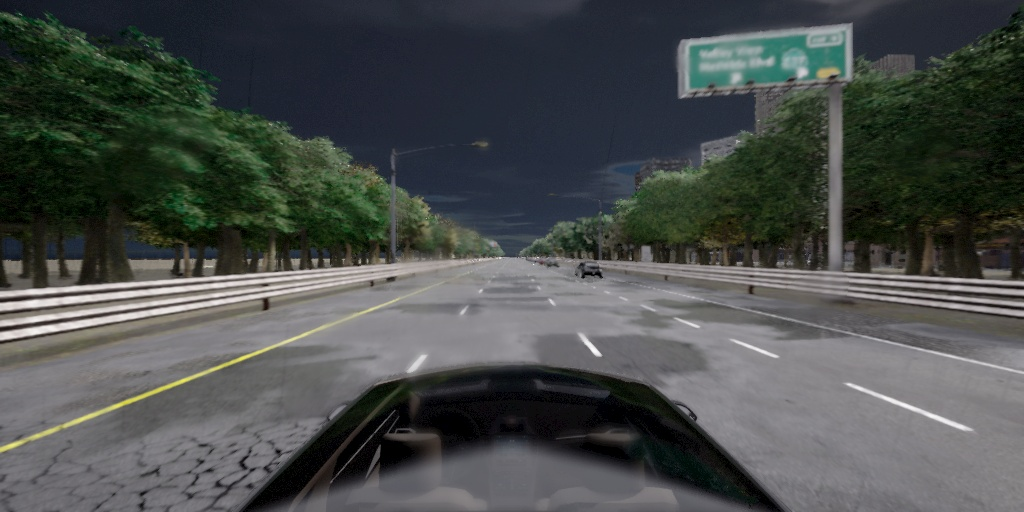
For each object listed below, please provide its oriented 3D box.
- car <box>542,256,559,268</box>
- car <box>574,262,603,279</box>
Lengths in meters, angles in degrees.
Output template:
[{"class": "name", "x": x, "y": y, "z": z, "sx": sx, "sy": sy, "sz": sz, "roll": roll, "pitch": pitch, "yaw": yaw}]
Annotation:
[{"class": "car", "x": 6.973, "y": 1.130, "z": 62.935, "sx": 2.097, "sy": 1.767, "sz": 4.553, "roll": 0, "pitch": 0, "yaw": 0}, {"class": "car", "x": 6.985, "y": 1.269, "z": 33.056, "sx": 1.837, "sy": 1.490, "sz": 4.892, "roll": 0, "pitch": 0, "yaw": 0}]
